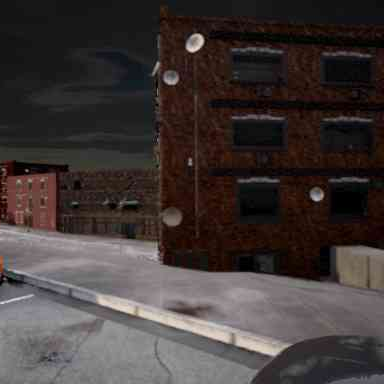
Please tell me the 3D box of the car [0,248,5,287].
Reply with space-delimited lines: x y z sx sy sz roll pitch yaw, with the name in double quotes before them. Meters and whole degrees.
"car" -6.440 1.361 7.847 4.553 1.767 2.185 0 0 36
